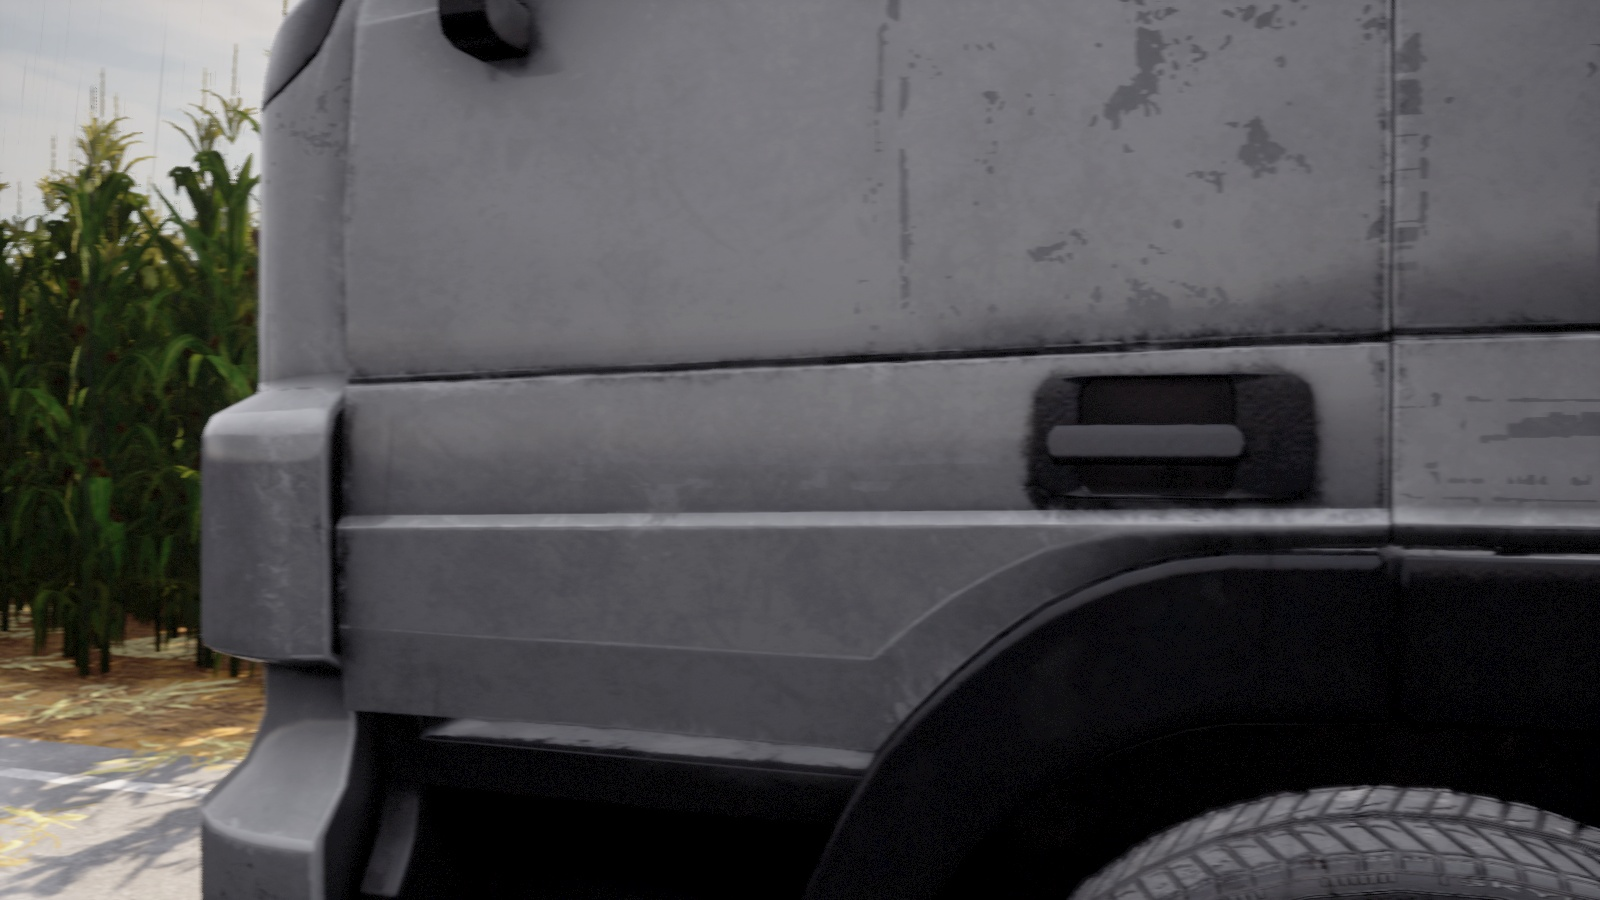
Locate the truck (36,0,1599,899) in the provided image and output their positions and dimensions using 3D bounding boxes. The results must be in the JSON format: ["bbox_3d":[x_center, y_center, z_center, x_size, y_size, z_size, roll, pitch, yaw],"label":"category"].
[{"bbox_3d":[3.201,-0.172,1.786,7.936,3.462,2.891,1,1,19],"label":"truck"}]
